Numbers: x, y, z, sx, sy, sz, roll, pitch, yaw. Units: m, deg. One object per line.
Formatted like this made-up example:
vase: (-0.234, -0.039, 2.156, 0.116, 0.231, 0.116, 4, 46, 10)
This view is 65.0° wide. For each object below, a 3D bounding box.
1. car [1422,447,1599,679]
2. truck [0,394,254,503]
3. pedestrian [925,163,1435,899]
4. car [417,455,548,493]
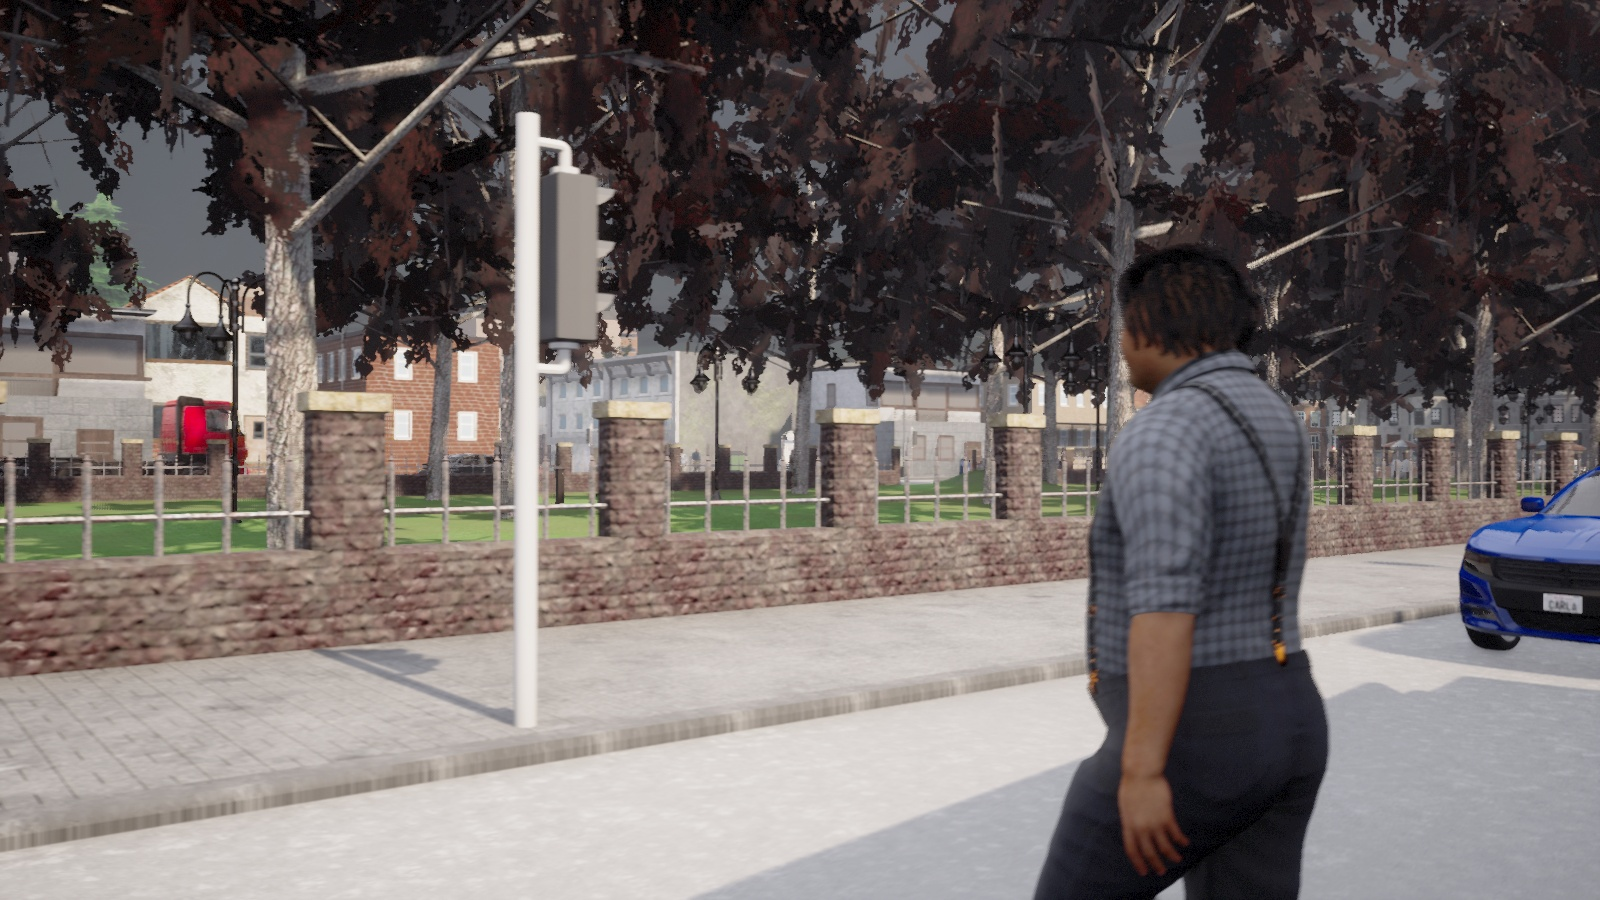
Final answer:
car: (7.133, 0.751, 10.009, 5.008, 1.535, 1.882, 0, 0, -37)
truck: (-23.486, -0.055, 43.407, 7.936, 3.462, 2.891, 0, 0, -42)
pedestrian: (0.665, 0.508, 2.265, 0.540, 1.848, 0.694, 0, 0, -39)
car: (-13.048, 0.949, 51.760, 4.892, 1.490, 1.837, 0, 0, -39)
